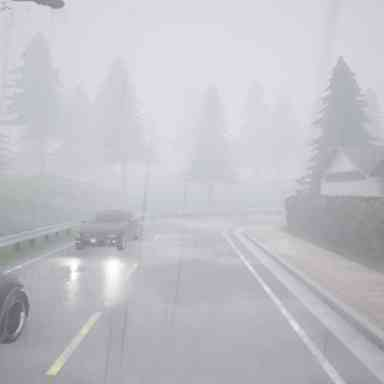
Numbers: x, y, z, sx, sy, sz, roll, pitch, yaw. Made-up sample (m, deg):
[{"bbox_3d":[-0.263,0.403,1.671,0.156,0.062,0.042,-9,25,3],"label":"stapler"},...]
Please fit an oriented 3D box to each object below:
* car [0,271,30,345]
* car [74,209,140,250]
[{"bbox_3d":[-3.587,1.571,3.632,1.994,1.385,4.181,0,0,0],"label":"car"},{"bbox_3d":[-3.501,1.530,14.473,1.837,1.490,4.892,0,0,2],"label":"car"}]
